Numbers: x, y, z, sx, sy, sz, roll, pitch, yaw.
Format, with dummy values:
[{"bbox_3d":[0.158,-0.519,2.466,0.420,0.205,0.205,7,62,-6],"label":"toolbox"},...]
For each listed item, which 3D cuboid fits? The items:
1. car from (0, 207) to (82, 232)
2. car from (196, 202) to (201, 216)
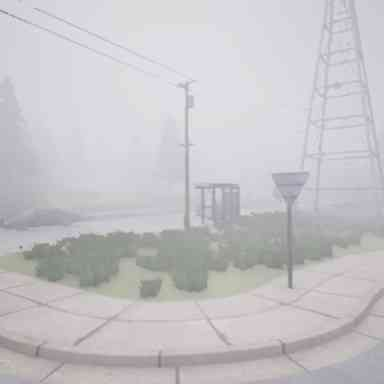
[{"bbox_3d":[-9.957,1.738,21.954,2.033,1.411,5.357,-1,0,36],"label":"car"},{"bbox_3d":[2.329,1.508,32.723,2.097,1.767,4.553,-1,0,36],"label":"car"}]
